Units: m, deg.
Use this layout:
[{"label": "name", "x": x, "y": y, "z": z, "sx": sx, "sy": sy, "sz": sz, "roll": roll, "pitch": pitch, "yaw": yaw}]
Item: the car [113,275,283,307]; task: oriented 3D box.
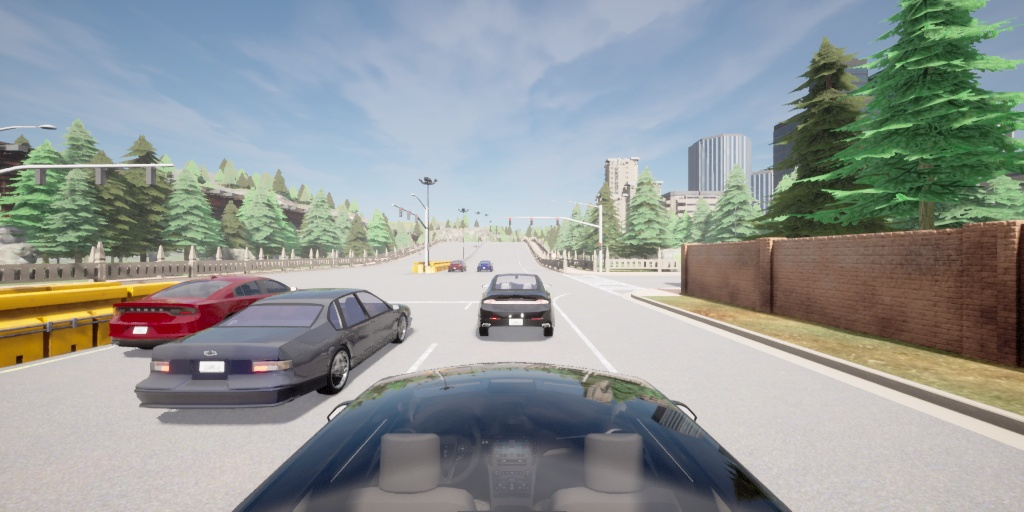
[{"label": "car", "x": -6.897, "y": 1.228, "z": 9.129, "sx": 1.882, "sy": 1.535, "sz": 5.008, "roll": 0, "pitch": 0, "yaw": 0}]

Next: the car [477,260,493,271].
[{"label": "car", "x": -3.384, "y": 1.276, "z": 45.746, "sx": 1.812, "sy": 1.442, "sz": 4.674, "roll": 0, "pitch": 0, "yaw": 0}]

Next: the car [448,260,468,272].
[{"label": "car", "x": -6.880, "y": 1.276, "z": 45.349, "sx": 1.812, "sy": 1.442, "sz": 4.674, "roll": 0, "pitch": 0, "yaw": 0}]

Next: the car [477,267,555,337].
[{"label": "car", "x": 0.132, "y": 1.242, "z": 10.310, "sx": 2.128, "sy": 1.511, "sz": 4.902, "roll": 0, "pitch": 0, "yaw": 1}]

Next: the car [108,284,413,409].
[{"label": "car", "x": -3.397, "y": 1.297, "z": 6.565, "sx": 2.033, "sy": 1.411, "sz": 5.357, "roll": 0, "pitch": 0, "yaw": 0}]
